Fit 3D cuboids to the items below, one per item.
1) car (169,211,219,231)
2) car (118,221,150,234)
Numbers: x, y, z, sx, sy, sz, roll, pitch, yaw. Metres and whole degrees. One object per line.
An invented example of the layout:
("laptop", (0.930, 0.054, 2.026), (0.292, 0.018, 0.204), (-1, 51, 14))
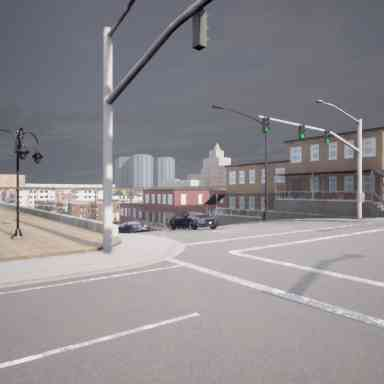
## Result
("car", (0.042, 2.054, 24.162), (1.994, 1.385, 4.181), (0, -4, -36))
("car", (-5.825, 3.505, 32.134), (1.812, 1.442, 4.674), (0, -12, -37))
